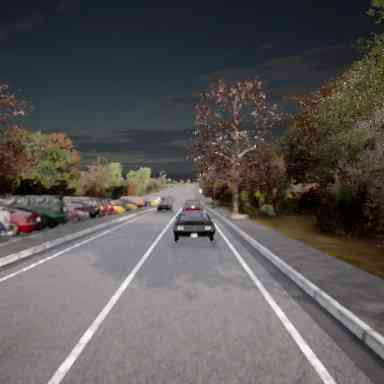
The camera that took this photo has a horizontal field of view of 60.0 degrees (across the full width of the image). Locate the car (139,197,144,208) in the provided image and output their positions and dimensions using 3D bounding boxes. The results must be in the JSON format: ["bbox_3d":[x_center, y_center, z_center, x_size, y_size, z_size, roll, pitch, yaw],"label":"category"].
[{"bbox_3d":[-10.268,1.949,50.659,4.792,1.488,2.163,0,-1,0],"label":"car"}]

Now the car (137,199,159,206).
[{"bbox_3d":[-10.288,2.435,78.406,4.892,1.521,2.231,0,-1,0],"label":"car"}]

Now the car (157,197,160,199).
[{"bbox_3d":[-10.101,2.237,69.959,5.366,1.575,1.946,0,-1,0],"label":"car"}]

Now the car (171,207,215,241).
[{"bbox_3d":[0.099,1.629,16.830,1.895,1.301,4.718,0,0,0],"label":"car"}]

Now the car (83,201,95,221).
[{"bbox_3d":[-10.314,1.595,25.676,4.674,1.452,2.002,0,-1,0],"label":"car"}]

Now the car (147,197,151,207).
[{"bbox_3d":[-10.322,2.071,58.987,4.792,1.488,2.163,0,-1,0],"label":"car"}]

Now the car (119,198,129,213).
[{"bbox_3d":[-10.120,1.714,36.780,5.366,1.575,1.946,0,-1,0],"label":"car"}]

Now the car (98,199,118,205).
[{"bbox_3d":[-23.349,2.755,92.162,5.008,1.535,2.097,0,-1,0],"label":"car"}]

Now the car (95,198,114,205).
[{"bbox_3d":[-23.387,2.565,89.394,4.553,1.767,2.185,0,-1,0],"label":"car"}]

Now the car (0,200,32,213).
[{"bbox_3d":[-23.376,1.800,42.441,5.008,1.535,2.097,0,-1,0],"label":"car"}]

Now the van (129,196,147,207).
[{"bbox_3d":[-10.411,1.775,56.215,4.442,1.987,1.878,0,-1,0],"label":"van"}]

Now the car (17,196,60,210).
[{"bbox_3d":[-23.349,1.670,50.756,5.566,2.045,2.435,0,-1,0],"label":"car"}]

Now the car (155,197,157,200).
[{"bbox_3d":[-10.473,2.181,67.307,5.366,1.575,1.946,0,-1,0],"label":"car"}]

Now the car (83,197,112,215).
[{"bbox_3d":[-10.277,1.510,31.230,4.553,1.767,2.185,0,-1,0],"label":"car"}]

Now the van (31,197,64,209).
[{"bbox_3d":[-23.259,1.736,53.525,4.442,1.987,1.878,0,-1,0],"label":"van"}]

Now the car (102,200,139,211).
[{"bbox_3d":[-10.270,1.908,47.883,4.792,1.488,2.163,0,-1,0],"label":"car"}]

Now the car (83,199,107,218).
[{"bbox_3d":[-10.304,1.595,28.452,5.008,1.535,2.097,0,-1,0],"label":"car"}]

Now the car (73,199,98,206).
[{"bbox_3d":[-23.336,2.336,72.900,4.792,1.488,2.163,0,-1,0],"label":"car"}]

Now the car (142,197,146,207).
[{"bbox_3d":[-10.267,1.989,53.435,4.792,1.488,2.163,0,-1,0],"label":"car"}]

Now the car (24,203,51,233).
[{"bbox_3d":[-10.345,1.492,17.374,4.792,1.488,2.163,0,0,0],"label":"car"}]

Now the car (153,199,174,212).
[{"bbox_3d":[-3.368,1.893,42.231,1.895,1.301,4.718,0,-1,0],"label":"car"}]

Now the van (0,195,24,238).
[{"bbox_3d":[-10.201,1.241,14.592,4.442,1.987,1.878,0,0,0],"label":"van"}]

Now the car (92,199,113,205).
[{"bbox_3d":[-23.328,2.659,86.746,4.792,1.488,2.163,0,-1,0],"label":"car"}]

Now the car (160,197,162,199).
[{"bbox_3d":[-10.098,2.366,75.631,5.366,1.575,1.946,0,-1,0],"label":"car"}]

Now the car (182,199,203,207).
[{"bbox_3d":[0.082,1.537,34.561,2.097,1.767,4.553,0,-1,0],"label":"car"}]

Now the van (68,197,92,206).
[{"bbox_3d":[-23.483,2.016,70.012,4.442,1.987,1.878,0,-1,0],"label":"van"}]

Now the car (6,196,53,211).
[{"bbox_3d":[-23.351,1.630,47.986,5.566,2.045,2.435,0,-1,0],"label":"car"}]

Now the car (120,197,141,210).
[{"bbox_3d":[-10.115,1.835,45.108,5.366,1.575,1.946,0,-1,0],"label":"car"}]

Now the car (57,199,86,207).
[{"bbox_3d":[-23.398,2.162,64.598,4.792,1.488,2.163,0,-1,0],"label":"car"}]

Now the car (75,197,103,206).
[{"bbox_3d":[-23.392,2.120,75.675,5.566,2.045,2.435,0,-1,0],"label":"car"}]

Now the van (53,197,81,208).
[{"bbox_3d":[-23.263,1.861,61.850,4.442,1.987,1.878,0,-1,0],"label":"van"}]

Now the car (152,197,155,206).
[{"bbox_3d":[-10.284,2.132,64.540,4.892,1.521,2.231,0,-1,0],"label":"car"}]

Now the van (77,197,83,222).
[{"bbox_3d":[-10.196,1.288,22.904,4.442,1.987,1.878,0,-1,0],"label":"van"}]

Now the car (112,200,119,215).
[{"bbox_3d":[-10.275,1.551,34.006,4.553,1.767,2.185,0,-1,0],"label":"car"}]

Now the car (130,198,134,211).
[{"bbox_3d":[-10.308,1.799,42.332,4.892,1.521,2.231,0,-1,0],"label":"car"}]

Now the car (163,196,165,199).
[{"bbox_3d":[-10.307,2.312,83.963,5.566,2.045,2.435,0,-1,0],"label":"car"}]

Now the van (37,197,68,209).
[{"bbox_3d":[-23.490,1.777,56.295,4.442,1.987,1.878,0,-1,0],"label":"van"}]

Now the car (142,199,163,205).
[{"bbox_3d":[-10.283,2.628,86.732,5.008,1.535,2.097,0,-1,0],"label":"car"}]

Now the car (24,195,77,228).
[{"bbox_3d":[-10.343,1.222,20.128,5.566,2.045,2.435,0,-1,0],"label":"car"}]

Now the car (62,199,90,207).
[{"bbox_3d":[-23.397,2.212,67.236,4.792,1.488,2.163,0,-1,0],"label":"car"}]

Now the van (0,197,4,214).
[{"bbox_3d":[-23.502,1.492,36.780,4.442,1.987,1.878,0,-1,0],"label":"van"}]
